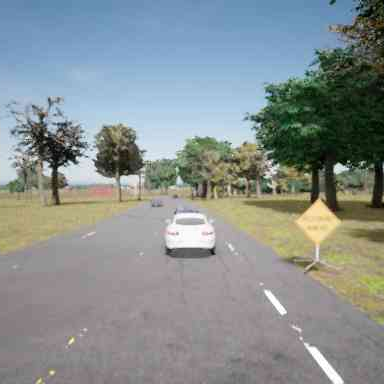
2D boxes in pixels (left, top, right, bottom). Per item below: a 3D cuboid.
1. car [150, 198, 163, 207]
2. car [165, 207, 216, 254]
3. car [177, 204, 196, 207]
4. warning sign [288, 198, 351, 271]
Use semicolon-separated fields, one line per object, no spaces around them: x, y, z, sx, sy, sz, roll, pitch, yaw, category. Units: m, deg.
-5.466;1.604;51.863;2.033;1.411;5.357;0;0;-3;car
-0.084;1.545;13.389;1.812;1.442;4.674;0;0;-1;car
-0.465;1.633;26.411;1.895;1.301;4.718;0;0;-2;car
3.499;1.127;9.274;1.300;1.860;1.060;1;1;-1;warning sign
